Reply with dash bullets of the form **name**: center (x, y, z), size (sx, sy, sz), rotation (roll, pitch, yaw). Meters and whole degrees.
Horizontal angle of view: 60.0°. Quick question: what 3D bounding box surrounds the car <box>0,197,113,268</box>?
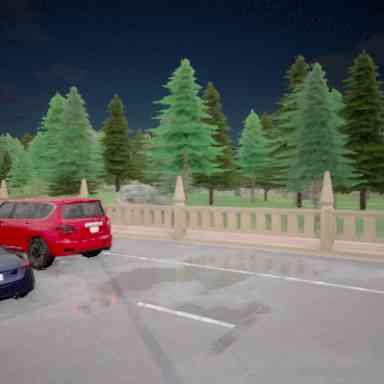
- **car**: center (-5.191, 1.197, 11.120), size (5.566, 2.045, 2.150), rotation (0, 0, 30)

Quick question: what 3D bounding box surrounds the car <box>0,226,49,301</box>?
- **car**: center (-5.314, 1.553, 7.084), size (4.181, 1.385, 1.994), rotation (0, 0, 31)
